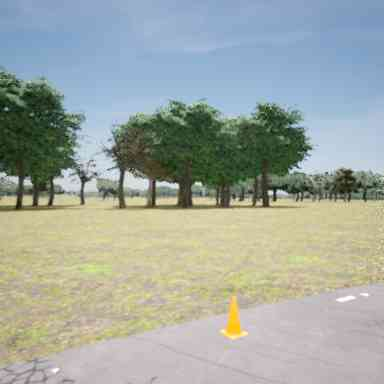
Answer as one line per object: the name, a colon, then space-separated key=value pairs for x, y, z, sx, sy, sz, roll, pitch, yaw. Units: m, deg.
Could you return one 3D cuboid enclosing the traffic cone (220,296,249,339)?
traffic cone: x=0.676 y=1.969 z=5.318 sx=0.340 sy=0.580 sz=0.340 roll=0 pitch=0 yaw=-31
